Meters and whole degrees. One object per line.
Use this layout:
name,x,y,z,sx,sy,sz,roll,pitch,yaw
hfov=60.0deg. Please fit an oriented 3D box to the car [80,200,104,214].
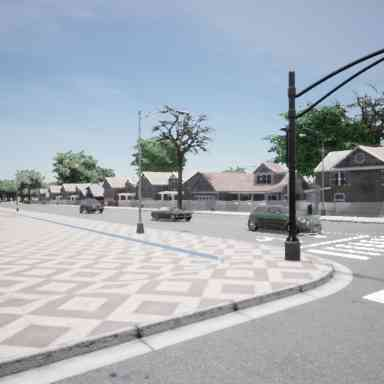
car,-14.908,2.147,49.204,2.150,2.045,5.566,0,-1,-36

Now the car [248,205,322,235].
car,5.654,1.595,20.660,2.097,1.767,4.553,0,-1,-37

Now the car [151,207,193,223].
car,-1.942,2.092,31.112,1.895,1.301,4.718,0,-1,-36
